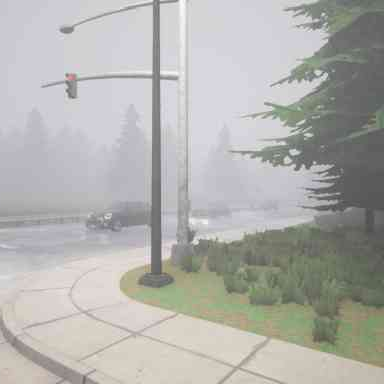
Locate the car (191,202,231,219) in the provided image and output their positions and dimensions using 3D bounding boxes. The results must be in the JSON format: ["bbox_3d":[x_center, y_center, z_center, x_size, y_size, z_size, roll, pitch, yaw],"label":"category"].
[{"bbox_3d":[1.727,1.537,28.812,1.994,1.385,4.181,0,0,35],"label":"car"}]

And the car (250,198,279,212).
[{"bbox_3d":[8.414,1.464,38.327,2.128,1.511,4.902,0,0,36],"label":"car"}]

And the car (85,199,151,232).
[{"bbox_3d":[-4.189,1.325,20.242,2.097,1.767,4.553,0,0,34],"label":"car"}]
